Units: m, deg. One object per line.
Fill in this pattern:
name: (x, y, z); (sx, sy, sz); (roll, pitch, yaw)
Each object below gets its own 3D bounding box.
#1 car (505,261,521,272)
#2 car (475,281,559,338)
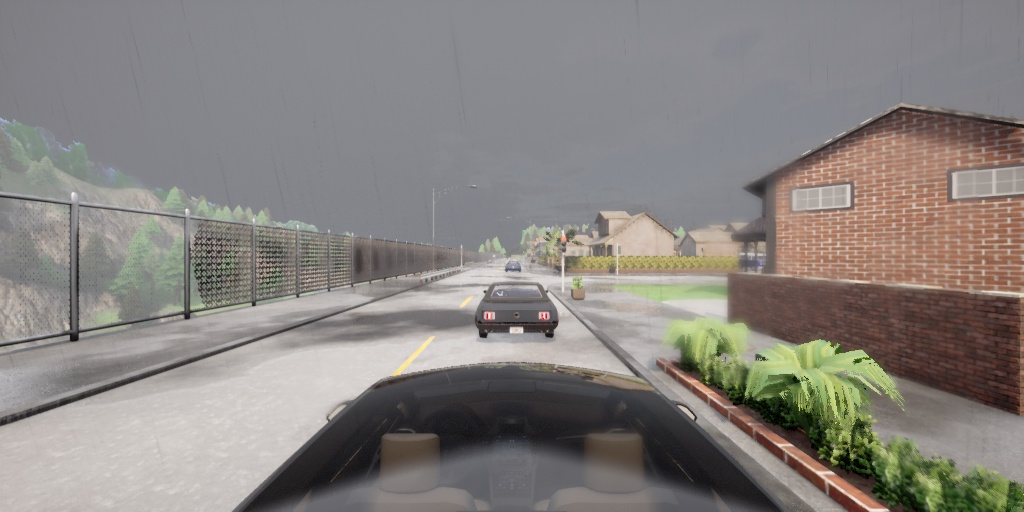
car: (0.151, 1.313, 45.691); (1.994, 1.385, 4.181); (0, 0, 0)
car: (0.108, 1.351, 10.145); (1.895, 1.301, 4.718); (0, 0, 0)
